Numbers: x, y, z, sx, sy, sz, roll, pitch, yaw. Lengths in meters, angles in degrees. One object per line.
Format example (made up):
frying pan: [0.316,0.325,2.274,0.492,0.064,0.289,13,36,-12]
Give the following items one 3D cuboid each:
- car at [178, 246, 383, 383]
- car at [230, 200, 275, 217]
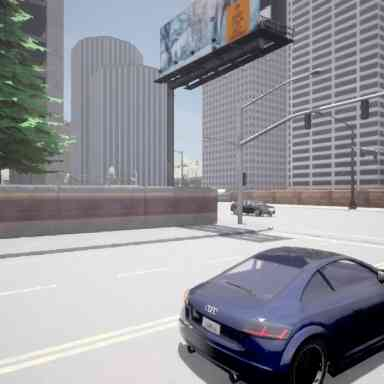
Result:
car: [1.871,1.564,5.121,4.181,1.385,1.994,0,0,-35]
car: [5.706,1.491,31.572,2.128,1.511,4.902,0,0,-34]
